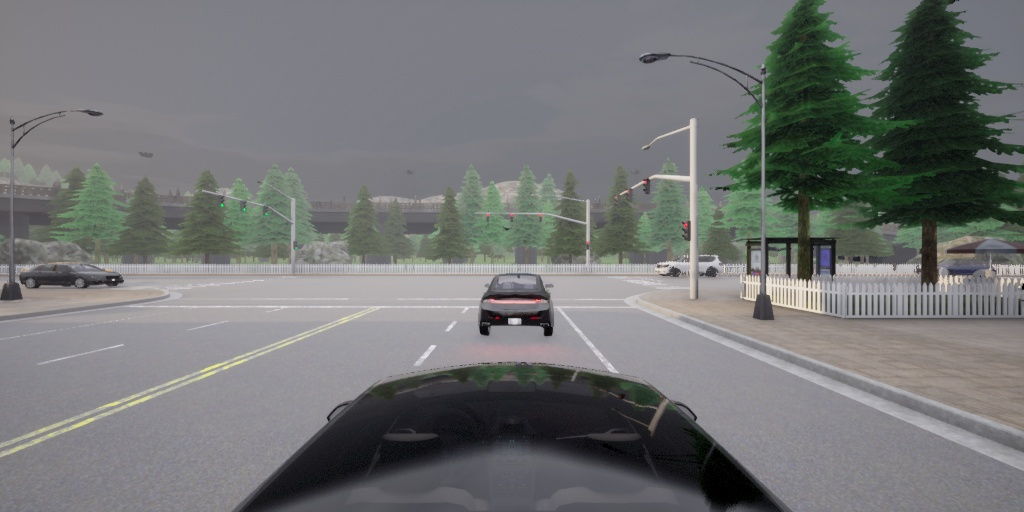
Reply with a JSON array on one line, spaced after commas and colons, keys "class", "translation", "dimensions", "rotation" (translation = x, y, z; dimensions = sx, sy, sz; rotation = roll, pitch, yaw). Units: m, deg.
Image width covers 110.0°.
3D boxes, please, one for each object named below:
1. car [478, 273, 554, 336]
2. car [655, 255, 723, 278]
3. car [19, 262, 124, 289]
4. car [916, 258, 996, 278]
[{"class": "car", "translation": [0.181, 1.242, 10.394], "dimensions": [2.128, 1.511, 4.902], "rotation": [0, 0, 3]}, {"class": "car", "translation": [15.952, 0.915, 32.417], "dimensions": [5.566, 2.045, 2.150], "rotation": [0, 0, 0]}, {"class": "car", "translation": [-26.752, 1.199, 21.863], "dimensions": [4.892, 1.490, 1.837], "rotation": [0, 0, 0]}, {"class": "car", "translation": [38.586, 1.046, 31.324], "dimensions": [4.553, 1.767, 2.097], "rotation": [0, 0, 11]}]
